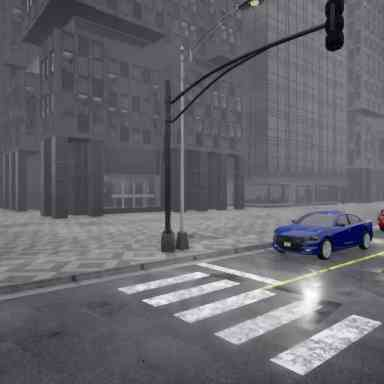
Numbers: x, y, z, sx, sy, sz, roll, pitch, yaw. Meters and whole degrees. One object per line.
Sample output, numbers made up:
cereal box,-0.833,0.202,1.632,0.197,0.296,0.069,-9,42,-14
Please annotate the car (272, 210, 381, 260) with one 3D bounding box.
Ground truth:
car,5.075,1.467,12.665,5.008,1.535,1.882,0,0,-40

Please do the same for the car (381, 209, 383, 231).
car,12.773,1.200,19.135,5.566,2.045,2.150,0,0,-40
